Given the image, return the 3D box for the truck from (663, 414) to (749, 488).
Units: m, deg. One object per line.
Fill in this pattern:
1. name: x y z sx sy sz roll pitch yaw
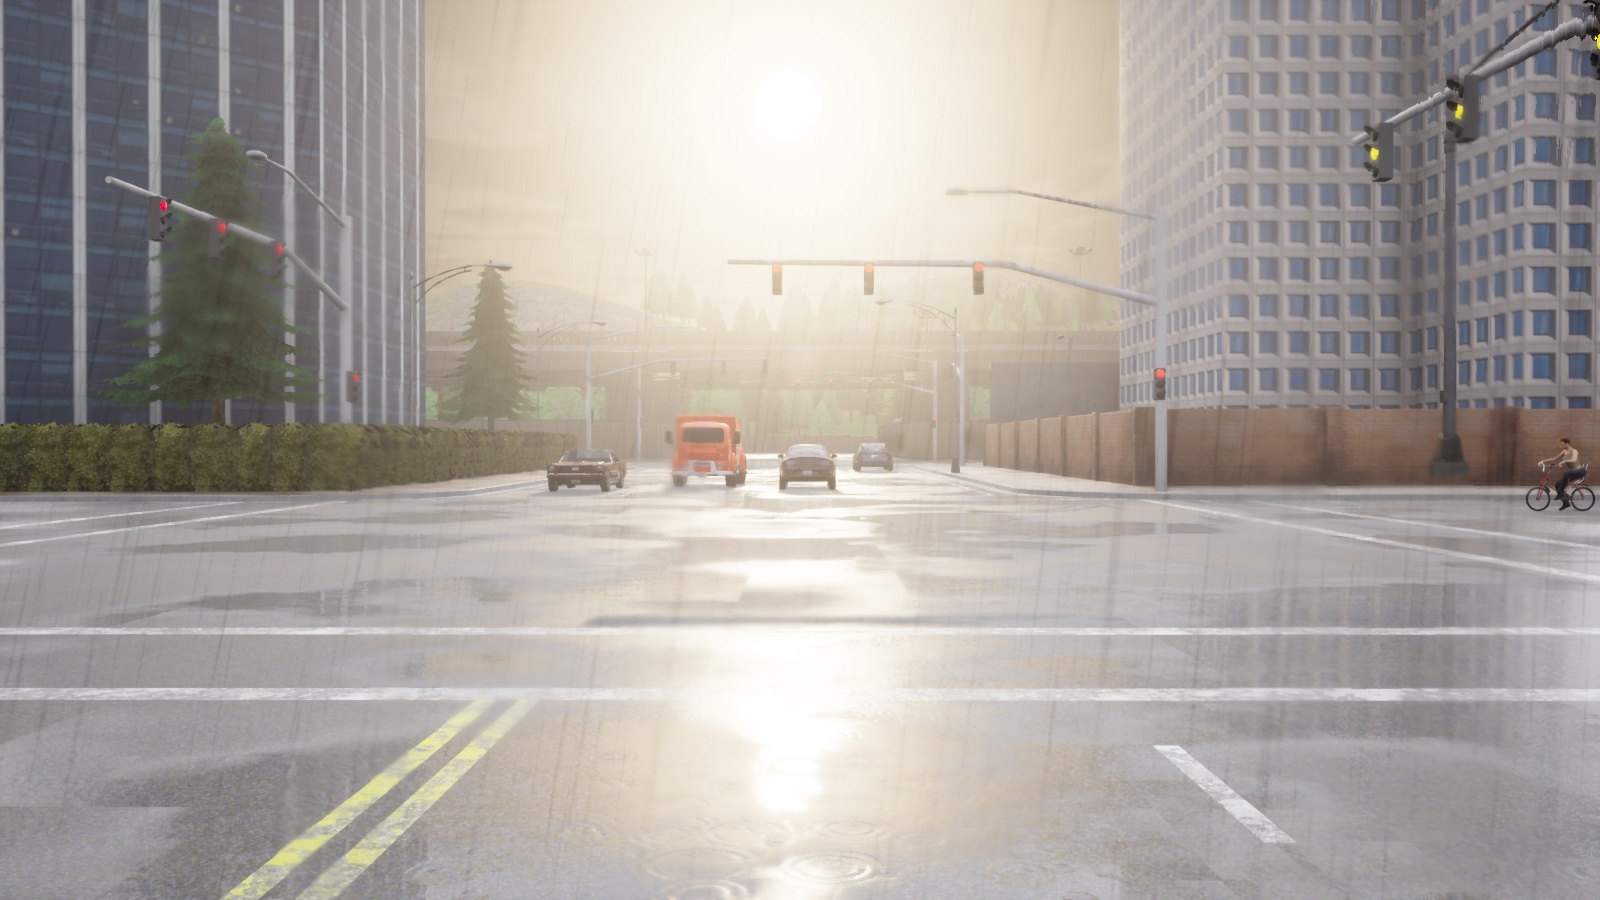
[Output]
1. truck: -3.246 0.006 44.496 2.627 2.467 5.204 0 0 0

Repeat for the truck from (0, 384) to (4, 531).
1. truck: -16.034 0.135 19.861 5.204 2.467 2.627 0 1 -1

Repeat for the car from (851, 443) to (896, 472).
1. car: 3.876 0.370 67.134 2.163 1.488 4.792 0 0 0

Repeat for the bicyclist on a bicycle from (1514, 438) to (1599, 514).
1. bicyclist on a bicycle: 16.392 0.543 27.066 1.509 1.612 0.866 0 0 0

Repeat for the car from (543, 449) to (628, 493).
1. car: -6.769 0.615 40.157 1.895 1.301 4.718 0 0 0

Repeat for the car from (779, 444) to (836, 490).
1. car: 0.252 0.535 41.993 1.812 1.442 4.674 0 0 0
